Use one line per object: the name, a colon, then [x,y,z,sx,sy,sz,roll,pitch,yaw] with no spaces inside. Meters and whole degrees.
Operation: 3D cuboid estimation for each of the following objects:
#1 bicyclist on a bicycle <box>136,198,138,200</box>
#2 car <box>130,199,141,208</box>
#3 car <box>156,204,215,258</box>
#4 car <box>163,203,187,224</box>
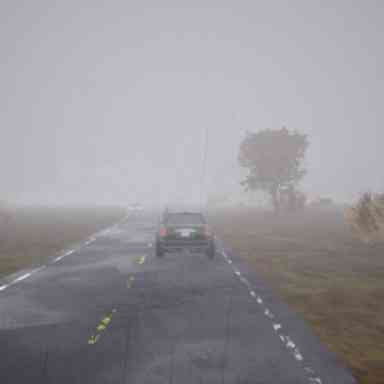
bicyclist on a bicycle: [-14.987,2.457,90.488,0.582,1.620,1.656,0,-1,-20]
car: [-11.012,2.177,64.281,1.882,1.535,5.008,0,-1,-13]
car: [-0.316,1.494,13.535,2.097,1.767,4.553,0,-1,-2]
car: [-1.606,1.789,29.390,1.882,1.535,5.008,0,0,-6]
